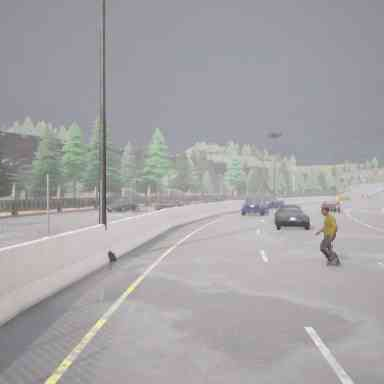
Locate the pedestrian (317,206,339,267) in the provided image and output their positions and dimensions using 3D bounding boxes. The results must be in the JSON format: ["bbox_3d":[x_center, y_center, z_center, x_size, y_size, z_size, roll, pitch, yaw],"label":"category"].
[{"bbox_3d":[4.073,1.294,9.955,0.375,1.860,0.375,0,0,6],"label":"pedestrian"}]

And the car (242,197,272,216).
[{"bbox_3d":[6.354,1.352,33.049,2.097,1.767,4.553,0,0,20],"label":"car"}]

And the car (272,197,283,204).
[{"bbox_3d":[10.366,1.352,42.410,2.097,1.767,4.553,0,0,28],"label":"car"}]

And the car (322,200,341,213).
[{"bbox_3d":[15.664,1.601,37.204,1.895,1.301,4.718,0,0,25],"label":"car"}]

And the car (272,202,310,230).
[{"bbox_3d":[6.390,1.564,21.447,1.994,1.385,4.181,0,0,13],"label":"car"}]

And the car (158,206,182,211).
[{"bbox_3d":[-2.759,1.564,39.125,1.994,1.385,4.181,0,0,23],"label":"car"}]

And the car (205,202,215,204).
[{"bbox_3d":[2.679,1.491,42.891,2.128,1.511,4.902,0,0,26],"label":"car"}]

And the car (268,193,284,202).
[{"bbox_3d":[18.790,1.201,74.341,2.097,1.767,4.553,0,0,36],"label":"car"}]
